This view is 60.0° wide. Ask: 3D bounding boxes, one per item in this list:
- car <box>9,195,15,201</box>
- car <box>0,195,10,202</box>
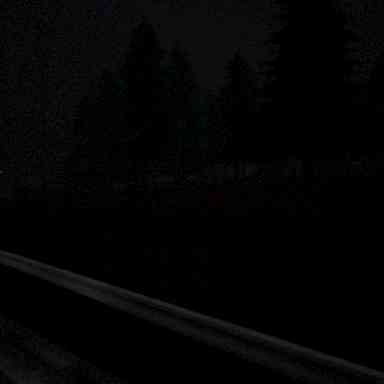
[{"bbox_3d":[-43.434,2.014,82.805,1.895,1.301,4.718,0,0,-18],"label":"car"},{"bbox_3d":[-46.747,1.771,81.675,2.097,1.767,4.553,0,0,-18],"label":"car"}]
